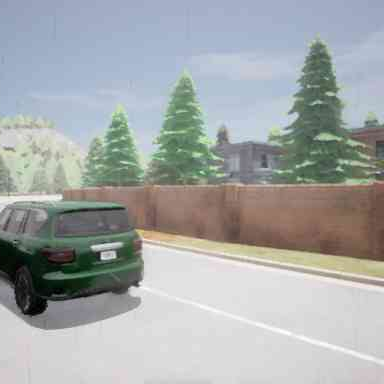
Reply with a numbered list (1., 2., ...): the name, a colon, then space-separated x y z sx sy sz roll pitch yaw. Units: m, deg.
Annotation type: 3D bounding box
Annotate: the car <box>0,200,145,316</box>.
1. car: -3.382 1.215 7.834 2.150 2.045 5.566 0 0 -45
